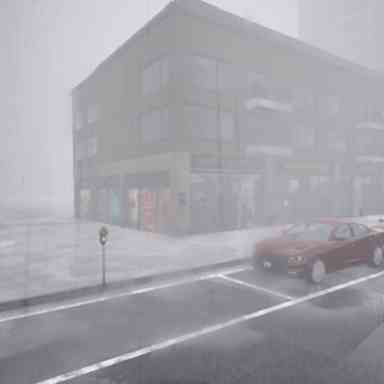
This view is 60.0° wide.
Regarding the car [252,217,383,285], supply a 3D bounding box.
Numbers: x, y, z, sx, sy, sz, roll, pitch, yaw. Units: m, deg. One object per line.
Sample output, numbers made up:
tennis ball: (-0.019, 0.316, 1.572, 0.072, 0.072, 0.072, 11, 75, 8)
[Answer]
car: (3.591, 1.416, 9.111, 4.507, 1.381, 1.887, -1, 1, -36)
